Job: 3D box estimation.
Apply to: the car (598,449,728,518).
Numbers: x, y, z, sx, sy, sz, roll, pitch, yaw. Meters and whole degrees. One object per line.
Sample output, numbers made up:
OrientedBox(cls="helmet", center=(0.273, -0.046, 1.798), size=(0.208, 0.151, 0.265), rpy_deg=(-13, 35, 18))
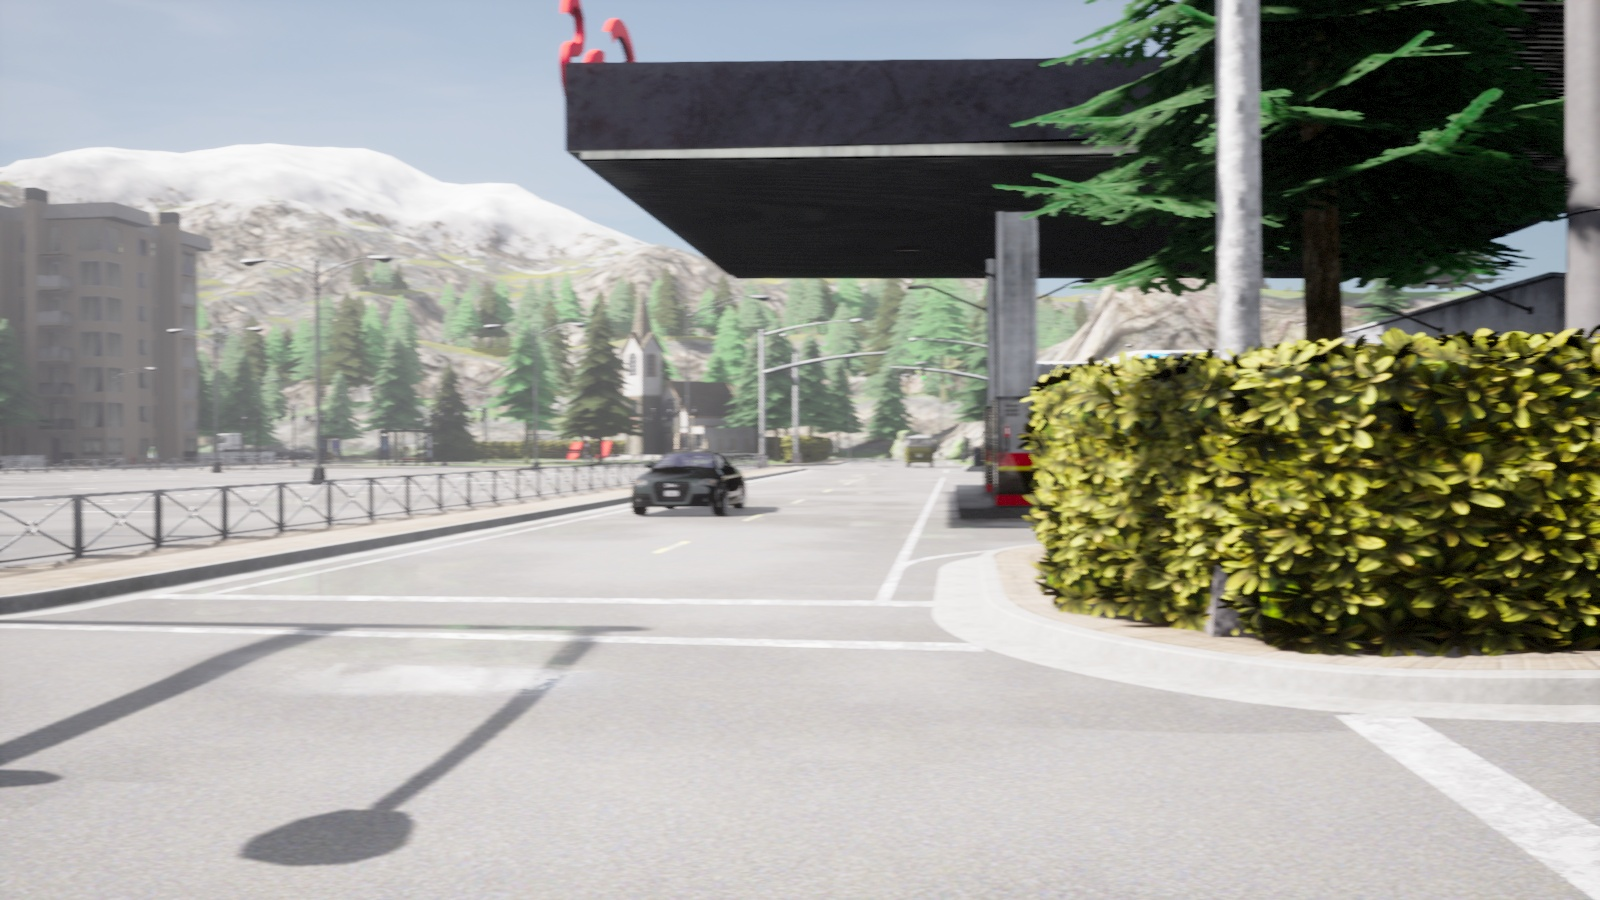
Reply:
OrientedBox(cls="car", center=(-2.964, 0.696, 28.091), size=(1.994, 1.385, 4.181), rpy_deg=(-1, 0, 6))

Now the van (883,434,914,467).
OrientedBox(cls="van", center=(6.208, -0.010, 78.568), size=(1.775, 1.987, 4.442), rpy_deg=(-1, 0, 6))
